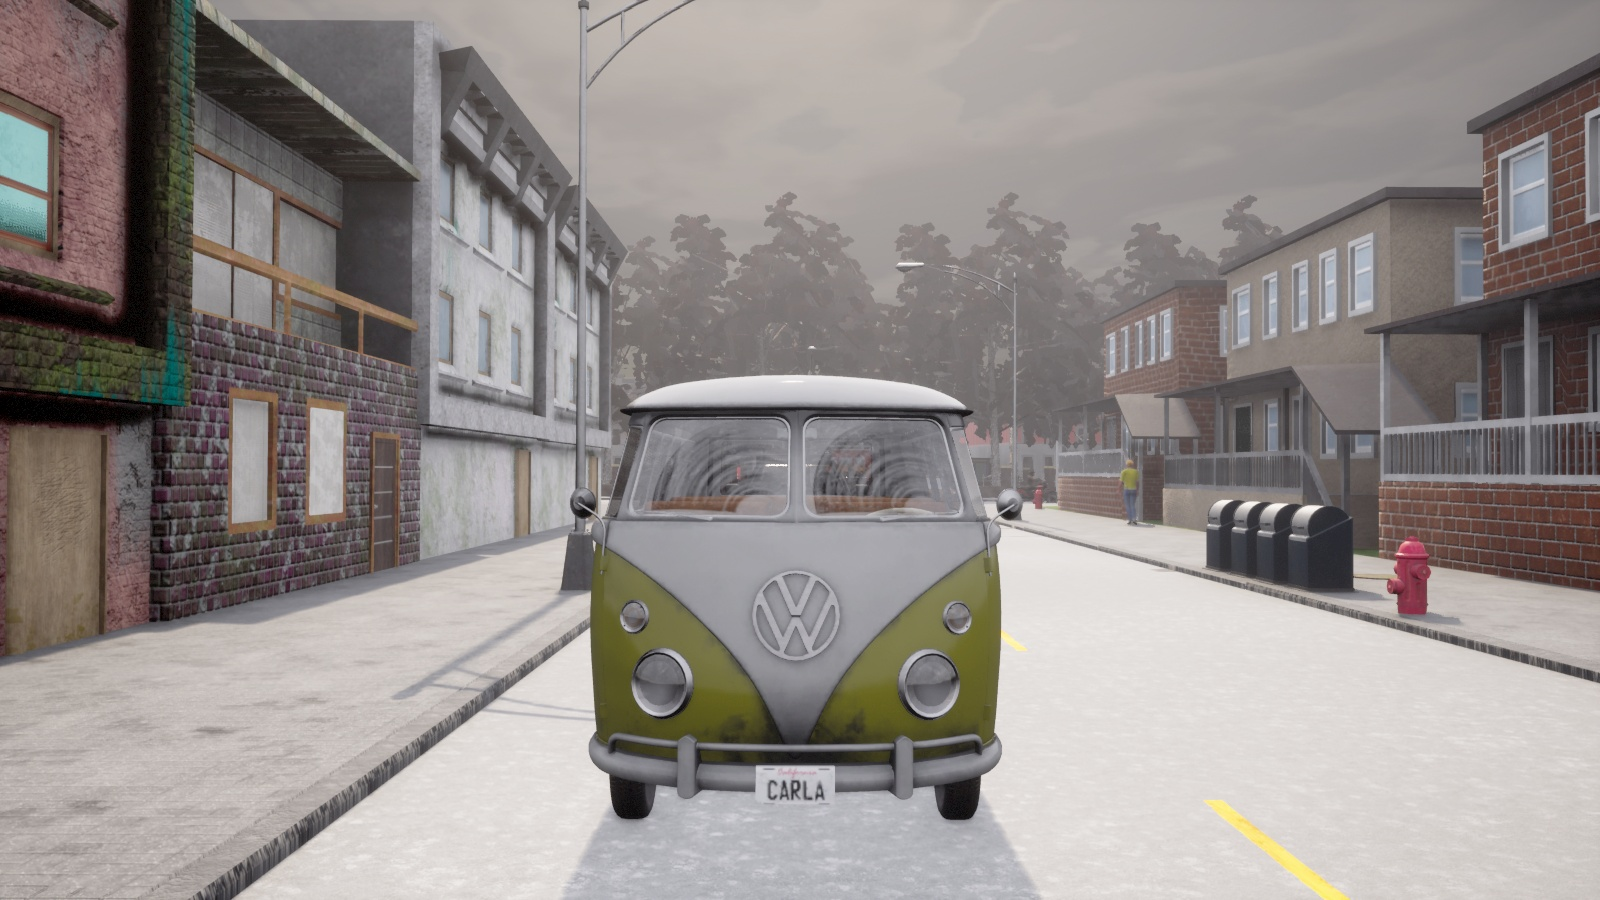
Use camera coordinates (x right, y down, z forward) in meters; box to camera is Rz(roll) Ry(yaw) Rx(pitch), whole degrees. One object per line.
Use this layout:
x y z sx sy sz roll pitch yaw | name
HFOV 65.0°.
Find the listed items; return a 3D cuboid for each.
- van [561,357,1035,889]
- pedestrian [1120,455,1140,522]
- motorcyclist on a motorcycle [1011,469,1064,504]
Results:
-0.016 0.684 6.936 1.775 1.987 4.442 0 -1 0 | van
9.212 1.075 35.066 0.354 1.836 0.706 0 -1 -1 | pedestrian
11.339 1.723 59.932 2.350 1.649 0.766 0 -1 -4 | motorcyclist on a motorcycle
